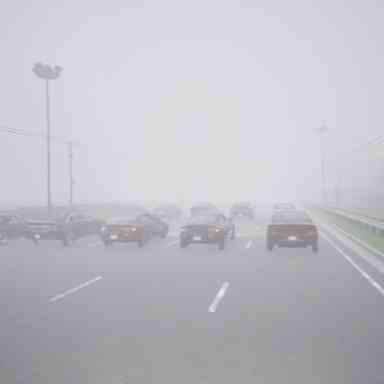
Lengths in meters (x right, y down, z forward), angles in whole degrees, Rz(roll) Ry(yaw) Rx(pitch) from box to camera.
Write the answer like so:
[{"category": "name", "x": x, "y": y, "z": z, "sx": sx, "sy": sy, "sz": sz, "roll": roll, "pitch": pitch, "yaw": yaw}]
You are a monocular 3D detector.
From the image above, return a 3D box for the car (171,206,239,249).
[{"category": "car", "x": 0.781, "y": 1.602, "z": 14.977, "sx": 1.812, "sy": 1.442, "sz": 4.674, "roll": -1, "pitch": 0, "yaw": 15}]

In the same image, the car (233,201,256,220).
[{"category": "car", "x": 4.534, "y": 1.602, "z": 29.421, "sx": 1.837, "sy": 1.490, "sz": 4.892, "roll": -1, "pitch": 0, "yaw": 15}]

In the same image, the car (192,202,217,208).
[{"category": "car", "x": 1.193, "y": 1.639, "z": 30.474, "sx": 1.882, "sy": 1.535, "sz": 5.008, "roll": -1, "pitch": 0, "yaw": 15}]

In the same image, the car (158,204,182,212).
[{"category": "car", "x": -2.244, "y": 1.791, "z": 31.171, "sx": 1.994, "sy": 1.385, "sz": 4.181, "roll": -1, "pitch": 0, "yaw": 15}]

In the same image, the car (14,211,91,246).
[{"category": "car", "x": -6.019, "y": 1.700, "z": 16.642, "sx": 2.128, "sy": 1.511, "sz": 4.902, "roll": -1, "pitch": 0, "yaw": 15}]

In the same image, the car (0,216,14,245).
[{"category": "car", "x": -9.452, "y": 1.874, "z": 17.344, "sx": 1.895, "sy": 1.301, "sz": 4.718, "roll": -1, "pitch": 0, "yaw": 15}]

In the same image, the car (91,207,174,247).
[{"category": "car", "x": -2.606, "y": 1.668, "z": 15.857, "sx": 1.812, "sy": 1.442, "sz": 4.674, "roll": -1, "pitch": 0, "yaw": 15}]

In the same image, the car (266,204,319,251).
[{"category": "car", "x": 4.192, "y": 1.488, "z": 14.189, "sx": 1.882, "sy": 1.535, "sz": 5.008, "roll": -1, "pitch": 0, "yaw": 15}]

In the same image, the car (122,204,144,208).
[{"category": "car", "x": -5.622, "y": 1.857, "z": 32.075, "sx": 1.994, "sy": 1.385, "sz": 4.181, "roll": -1, "pitch": 0, "yaw": 15}]
